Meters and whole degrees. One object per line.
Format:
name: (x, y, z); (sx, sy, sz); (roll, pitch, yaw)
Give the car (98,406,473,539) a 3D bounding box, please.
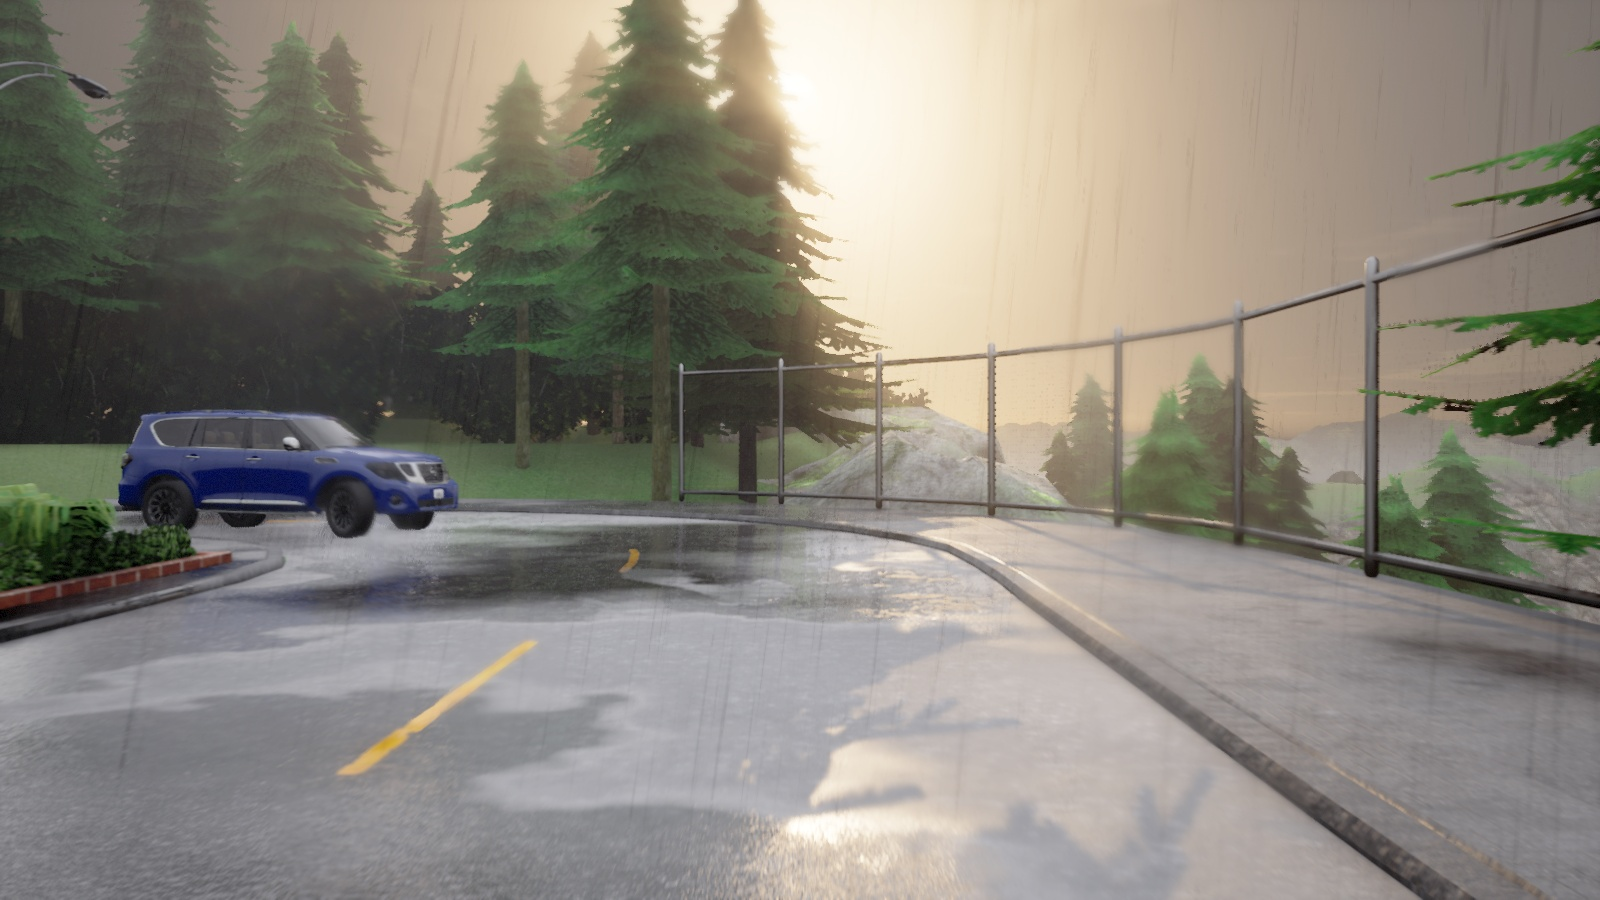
car: (-8.520, 0.342, 20.924); (5.566, 2.045, 2.150); (0, 0, 13)
